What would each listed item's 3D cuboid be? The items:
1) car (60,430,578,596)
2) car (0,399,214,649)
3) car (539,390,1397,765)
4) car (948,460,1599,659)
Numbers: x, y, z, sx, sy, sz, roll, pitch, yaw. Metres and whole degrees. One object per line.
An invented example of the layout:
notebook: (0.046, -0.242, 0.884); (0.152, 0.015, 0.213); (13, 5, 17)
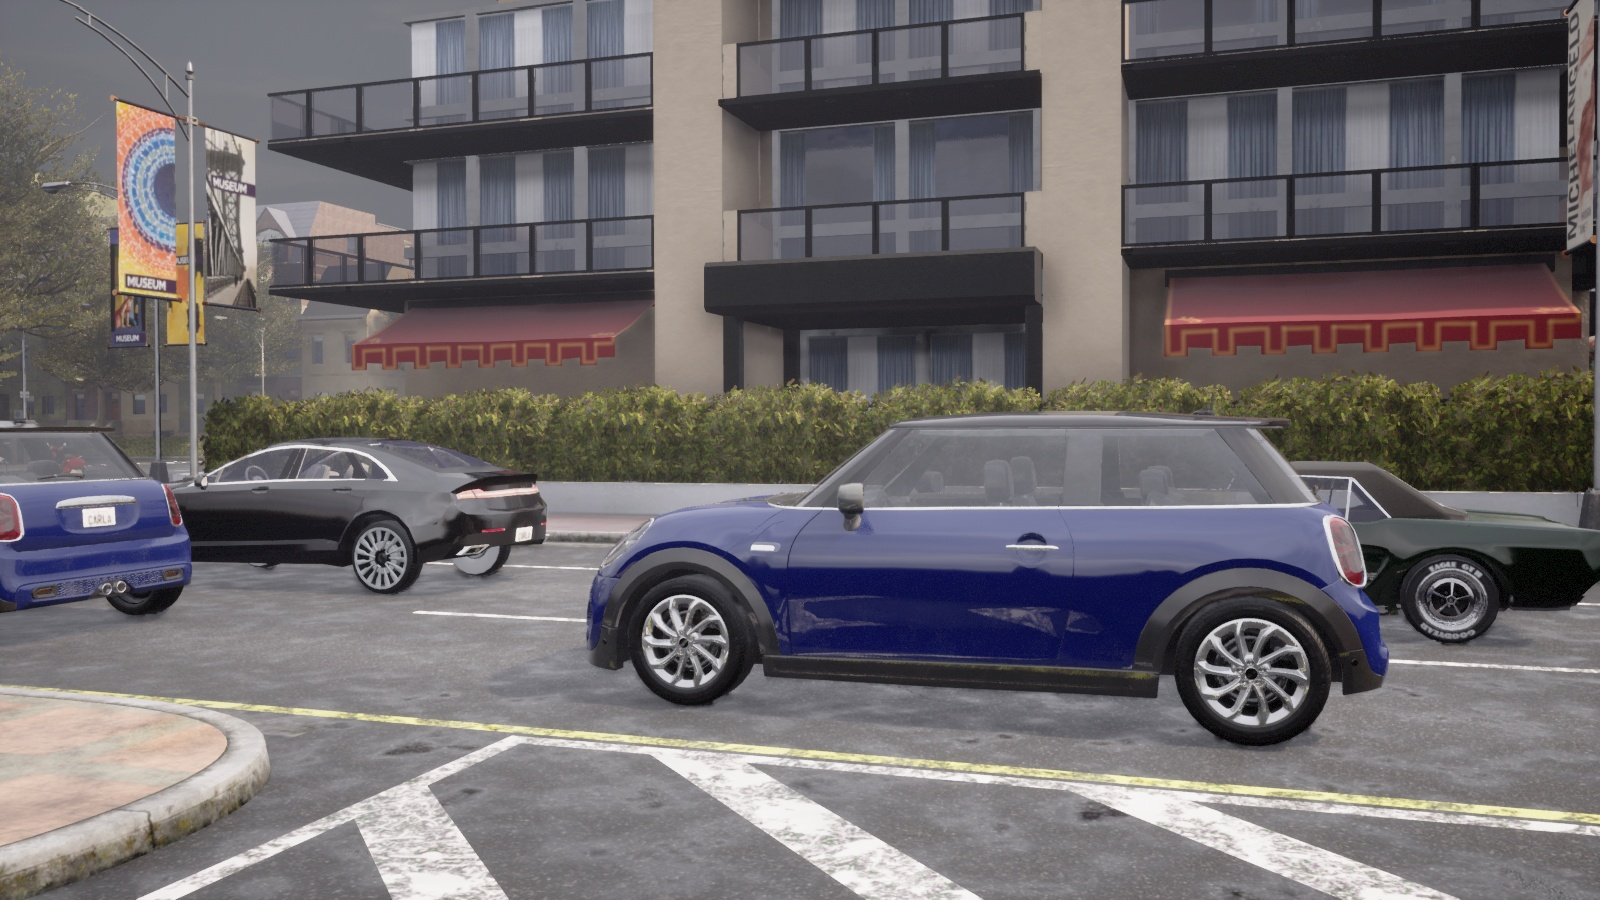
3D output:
car: (-5.065, 0.550, 13.338); (4.902, 1.511, 2.128); (1, 1, 19)
car: (-7.503, 0.489, 10.465); (4.553, 1.767, 2.097); (1, 1, 19)
car: (0.966, 0.567, 7.615); (4.553, 1.767, 2.097); (1, 1, 18)
car: (3.746, 0.775, 10.374); (4.718, 1.301, 1.895); (1, 1, 19)
